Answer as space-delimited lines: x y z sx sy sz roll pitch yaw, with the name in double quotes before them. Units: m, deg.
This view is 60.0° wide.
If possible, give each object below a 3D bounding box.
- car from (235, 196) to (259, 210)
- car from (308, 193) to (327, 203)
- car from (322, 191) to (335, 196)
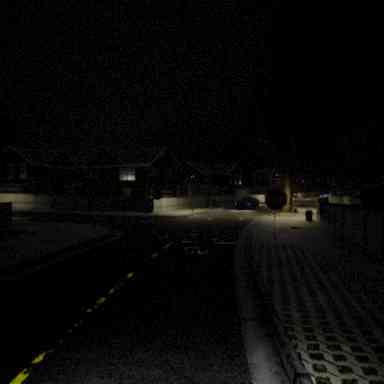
"car" 6.832 1.322 41.060 1.882 1.535 5.008 0 0 28
"car" 22.698 1.333 60.842 1.895 1.301 4.718 0 0 34
"car" 28.310 0.890 69.115 2.150 2.045 5.566 0 0 34
